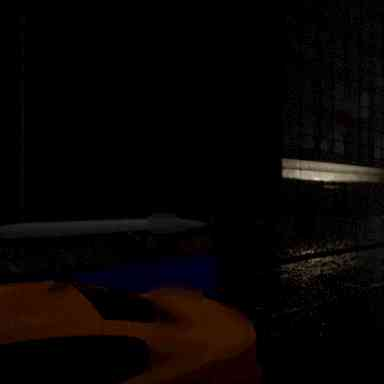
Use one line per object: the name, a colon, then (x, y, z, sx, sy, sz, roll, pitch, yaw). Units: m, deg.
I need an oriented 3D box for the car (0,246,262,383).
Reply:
car: (-1.733, 1.478, 2.138, 5.008, 1.535, 1.882, 1, 0, -35)

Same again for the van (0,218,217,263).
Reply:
van: (-1.432, 1.367, 5.616, 3.998, 1.788, 1.690, 1, 0, -35)
